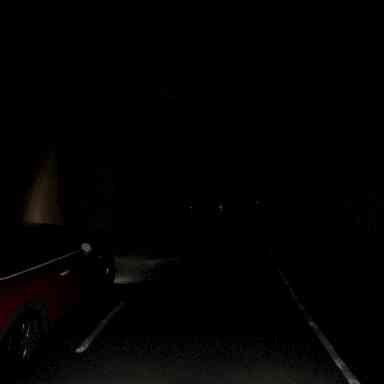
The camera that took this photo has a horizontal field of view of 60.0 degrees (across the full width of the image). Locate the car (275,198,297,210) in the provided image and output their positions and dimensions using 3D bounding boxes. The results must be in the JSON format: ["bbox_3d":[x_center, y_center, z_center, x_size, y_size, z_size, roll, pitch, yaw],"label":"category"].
[{"bbox_3d":[11.377,1.417,40.169,2.033,1.411,5.357,0,0,26],"label":"car"}]

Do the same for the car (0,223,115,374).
[{"bbox_3d":[-2.933,1.317,5.803,2.097,1.767,4.553,0,0,5],"label":"car"}]

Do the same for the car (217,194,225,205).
[{"bbox_3d":[4.530,1.153,50.455,2.097,1.767,4.553,0,0,27],"label":"car"}]

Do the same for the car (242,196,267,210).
[{"bbox_3d":[7.717,1.206,40.590,2.097,1.767,4.553,0,0,26],"label":"car"}]

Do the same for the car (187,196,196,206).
[{"bbox_3d":[-0.051,1.317,49.107,1.812,1.442,4.674,0,0,27],"label":"car"}]
